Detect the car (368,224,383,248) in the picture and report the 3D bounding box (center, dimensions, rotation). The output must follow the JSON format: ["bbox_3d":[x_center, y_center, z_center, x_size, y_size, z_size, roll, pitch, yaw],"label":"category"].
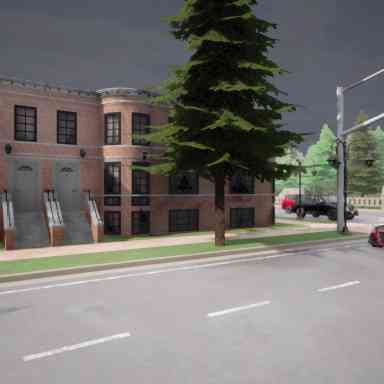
[{"bbox_3d":[9.018,1.564,13.299,4.181,1.385,1.994,0,0,-30],"label":"car"}]

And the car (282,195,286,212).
[{"bbox_3d":[11.598,1.221,33.556,2.150,2.045,5.566,0,0,-30],"label":"car"}]

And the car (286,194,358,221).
[{"bbox_3d":[10.933,1.221,27.782,2.150,2.045,5.566,0,0,-28],"label":"car"}]
